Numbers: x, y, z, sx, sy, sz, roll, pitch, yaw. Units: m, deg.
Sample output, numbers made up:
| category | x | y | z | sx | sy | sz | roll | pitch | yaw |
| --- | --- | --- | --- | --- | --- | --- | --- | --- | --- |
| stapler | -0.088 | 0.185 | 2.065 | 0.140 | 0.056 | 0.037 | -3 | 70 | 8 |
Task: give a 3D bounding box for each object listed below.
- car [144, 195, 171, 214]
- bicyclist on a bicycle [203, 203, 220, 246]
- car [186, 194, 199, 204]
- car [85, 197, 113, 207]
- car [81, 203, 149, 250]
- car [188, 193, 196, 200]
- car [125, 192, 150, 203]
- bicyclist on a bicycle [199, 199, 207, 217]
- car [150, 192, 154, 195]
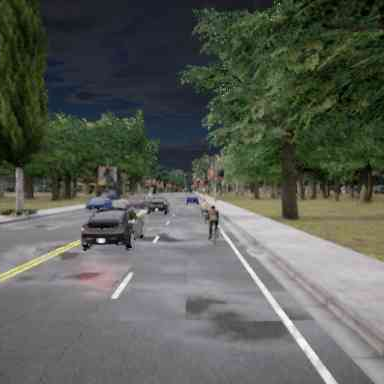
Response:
| category | x | y | z | sx | sy | sz | roll | pitch | yaw |
| --- | --- | --- | --- | --- | --- | --- | --- | --- | --- |
| car | -3.156 | 1.305 | 32.135 | 1.837 | 1.490 | 4.892 | 0 | 0 | 0 |
| bicyclist on a bicycle | 0.891 | 1.367 | 13.747 | 0.582 | 1.620 | 1.656 | 0 | 0 | 0 |
| car | 0.091 | 1.137 | 55.082 | 1.882 | 1.535 | 5.008 | 0 | 1 | 0 |
| car | -9.849 | 1.256 | 35.565 | 1.882 | 1.535 | 5.008 | 0 | 0 | 0 |
| car | -3.152 | 1.418 | 13.963 | 1.837 | 1.490 | 4.892 | 0 | 0 | 0 |
| car | -0.013 | 1.072 | 73.697 | 1.812 | 1.442 | 4.674 | 0 | 0 | 0 |
| car | -6.596 | 1.106 | 39.403 | 2.097 | 1.767 | 4.553 | 0 | 0 | 0 |
| bicyclist on a bicycle | 0.908 | 1.292 | 23.166 | 0.866 | 1.612 | 1.509 | 0 | 0 | 0 |
| car | -9.763 | 0.811 | 76.277 | 1.812 | 1.442 | 4.674 | 0 | 0 | 0 |
